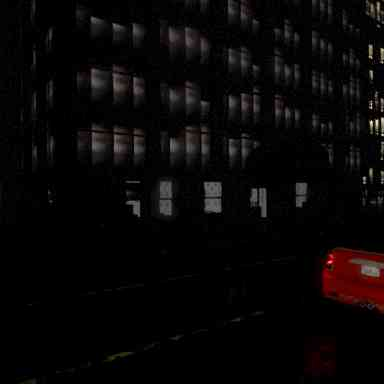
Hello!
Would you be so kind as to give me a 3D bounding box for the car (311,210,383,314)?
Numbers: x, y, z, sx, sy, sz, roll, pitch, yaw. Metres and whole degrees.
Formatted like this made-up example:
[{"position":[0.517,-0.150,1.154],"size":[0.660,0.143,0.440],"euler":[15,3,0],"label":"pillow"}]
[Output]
[{"position":[4.719,1.349,6.801],"size":[4.553,1.767,2.097],"euler":[0,0,-36],"label":"car"}]
